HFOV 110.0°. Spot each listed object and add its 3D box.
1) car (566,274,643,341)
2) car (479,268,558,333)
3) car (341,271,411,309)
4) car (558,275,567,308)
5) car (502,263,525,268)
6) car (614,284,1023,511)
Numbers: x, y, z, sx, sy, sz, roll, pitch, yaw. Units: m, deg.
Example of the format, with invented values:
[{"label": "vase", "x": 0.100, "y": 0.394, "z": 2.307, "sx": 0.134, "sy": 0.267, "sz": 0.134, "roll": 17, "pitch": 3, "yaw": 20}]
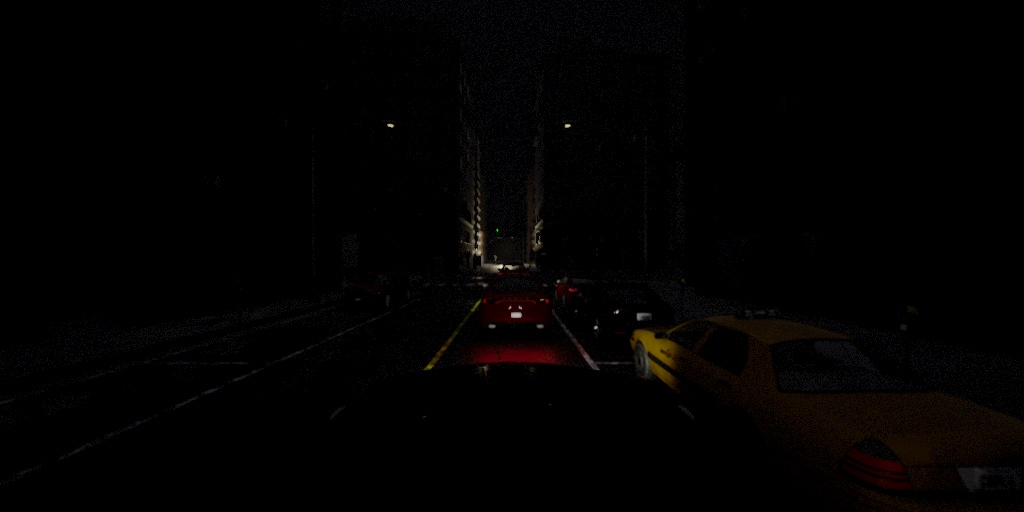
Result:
[{"label": "car", "x": 2.877, "y": 1.363, "z": 9.833, "sx": 1.948, "sy": 1.339, "sz": 4.313, "roll": 0, "pitch": 0, "yaw": 0}, {"label": "car", "x": 0.101, "y": 1.282, "z": 11.035, "sx": 1.882, "sy": 1.535, "sz": 5.008, "roll": 0, "pitch": 0, "yaw": 0}, {"label": "car", "x": -5.664, "y": 1.375, "z": 15.421, "sx": 1.888, "sy": 1.381, "sz": 4.507, "roll": 0, "pitch": 0, "yaw": 0}, {"label": "car", "x": 2.881, "y": 1.411, "z": 15.418, "sx": 1.802, "sy": 1.307, "sz": 4.207, "roll": 0, "pitch": 0, "yaw": 0}, {"label": "car", "x": 0.109, "y": 1.232, "z": 24.058, "sx": 2.097, "sy": 1.767, "sz": 4.553, "roll": 0, "pitch": 0, "yaw": 0}, {"label": "car", "x": 2.874, "y": 1.290, "z": 4.416, "sx": 1.751, "sy": 1.417, "sz": 4.829, "roll": 0, "pitch": 0, "yaw": 0}]
